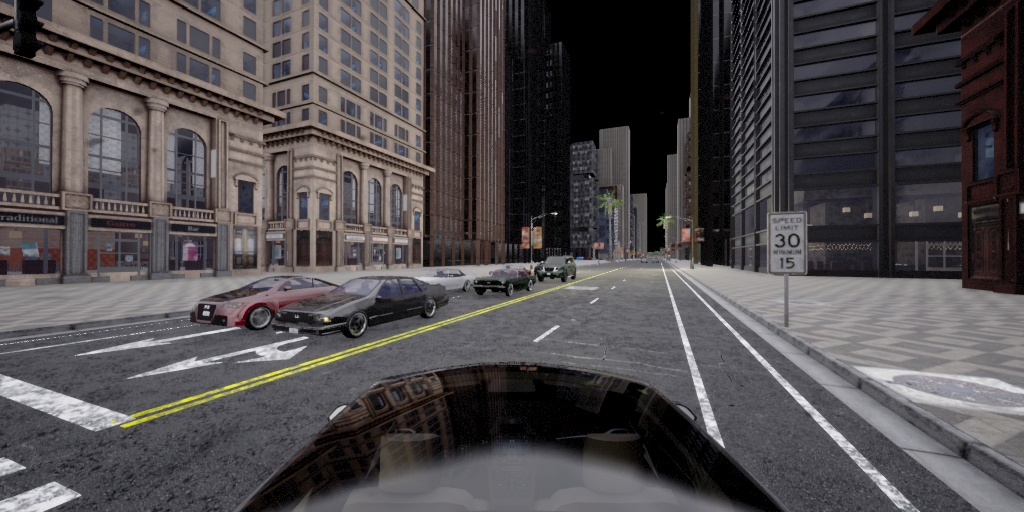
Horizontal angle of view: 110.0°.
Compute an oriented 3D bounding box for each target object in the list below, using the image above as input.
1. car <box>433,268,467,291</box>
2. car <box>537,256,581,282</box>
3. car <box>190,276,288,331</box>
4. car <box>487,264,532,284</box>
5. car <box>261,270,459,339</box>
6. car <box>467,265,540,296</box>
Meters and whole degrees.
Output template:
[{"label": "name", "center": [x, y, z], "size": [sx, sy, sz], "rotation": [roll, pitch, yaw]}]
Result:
[{"label": "car", "center": [-3.871, 1.356, 19.278], "size": [1.895, 1.301, 4.718], "rotation": [0, 0, 22]}, {"label": "car", "center": [3.785, 0.986, 29.336], "size": [2.150, 2.045, 5.566], "rotation": [0, 0, 22]}, {"label": "car", "center": [-7.198, 1.315, 11.173], "size": [1.994, 1.385, 4.181], "rotation": [0, 0, 23]}, {"label": "car", "center": [-0.081, 1.364, 28.490], "size": [1.895, 1.301, 4.718], "rotation": [0, 0, 23]}, {"label": "car", "center": [-3.934, 1.299, 10.576], "size": [2.033, 1.411, 5.357], "rotation": [0, 0, 22]}, {"label": "car", "center": [-0.287, 1.357, 19.444], "size": [1.895, 1.301, 4.718], "rotation": [0, 0, 23]}]
